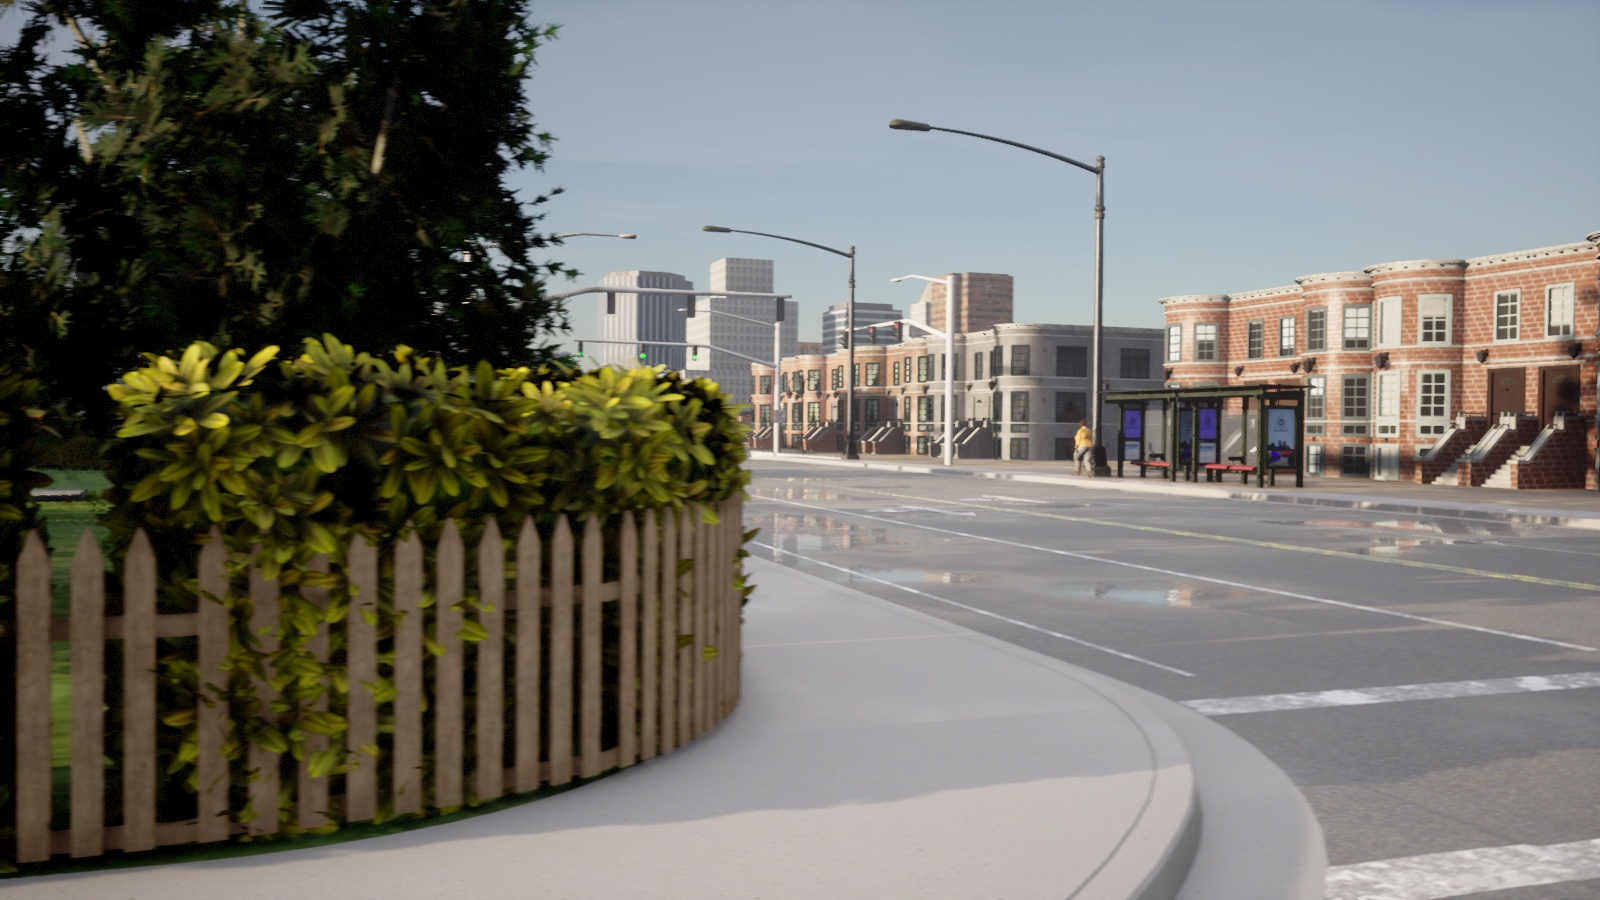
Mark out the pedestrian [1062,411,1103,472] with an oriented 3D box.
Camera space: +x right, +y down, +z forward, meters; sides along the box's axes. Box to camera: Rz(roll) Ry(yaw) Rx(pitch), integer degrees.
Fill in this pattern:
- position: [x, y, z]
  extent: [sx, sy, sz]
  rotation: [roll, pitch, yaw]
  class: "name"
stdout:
- position: [8.755, -0.269, 38.917]
  extent: [0.874, 1.855, 0.900]
  rotation: [-1, 1, -20]
  class: "pedestrian"
